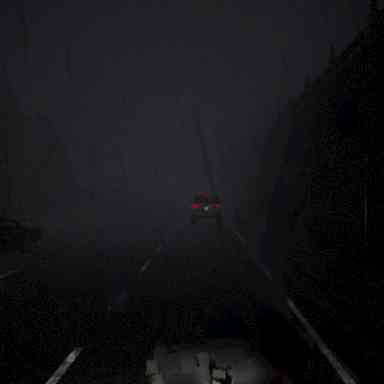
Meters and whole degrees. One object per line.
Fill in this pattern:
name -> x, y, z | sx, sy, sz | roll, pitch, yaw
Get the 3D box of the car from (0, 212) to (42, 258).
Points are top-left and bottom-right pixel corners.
car -> -6.725, 1.535, 10.441 | 1.895, 1.301, 4.718 | 0, 0, 2

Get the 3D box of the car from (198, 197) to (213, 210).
car -> 1.771, 1.434, 42.360 | 1.812, 1.442, 4.674 | 0, 0, 2

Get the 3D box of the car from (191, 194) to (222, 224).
car -> 1.067, 1.166, 24.782 | 2.150, 2.045, 5.566 | 0, 0, 2
